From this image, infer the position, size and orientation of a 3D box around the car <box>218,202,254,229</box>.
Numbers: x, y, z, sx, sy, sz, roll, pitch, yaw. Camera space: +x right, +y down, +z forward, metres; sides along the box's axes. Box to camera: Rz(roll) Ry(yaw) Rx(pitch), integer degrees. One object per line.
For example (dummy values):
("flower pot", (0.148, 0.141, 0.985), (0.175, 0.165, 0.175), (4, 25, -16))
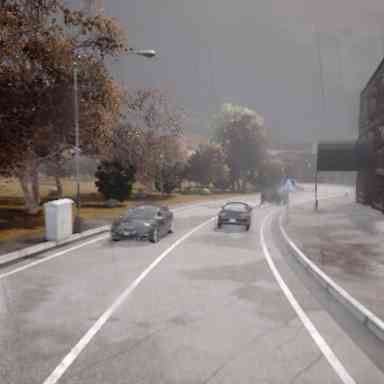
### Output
("car", (2.665, 1.306, 19.879), (1.812, 1.442, 4.674), (1, 1, 13))

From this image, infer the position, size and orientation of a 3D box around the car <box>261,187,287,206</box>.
("car", (9.799, 0.472, 39.661), (2.150, 2.045, 5.566), (3, 3, 26))

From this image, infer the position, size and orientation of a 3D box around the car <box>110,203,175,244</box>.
("car", (-2.068, 1.310, 15.092), (1.837, 1.490, 4.892), (1, 1, 10))

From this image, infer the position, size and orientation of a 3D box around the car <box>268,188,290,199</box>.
("car", (14.328, 0.124, 54.429), (1.882, 1.535, 5.008), (4, 4, 35))
